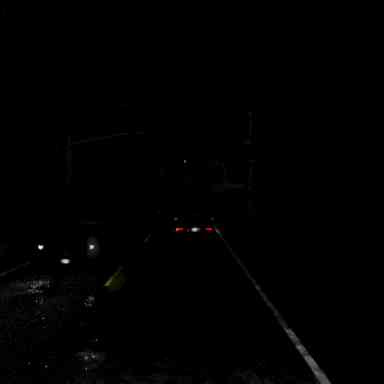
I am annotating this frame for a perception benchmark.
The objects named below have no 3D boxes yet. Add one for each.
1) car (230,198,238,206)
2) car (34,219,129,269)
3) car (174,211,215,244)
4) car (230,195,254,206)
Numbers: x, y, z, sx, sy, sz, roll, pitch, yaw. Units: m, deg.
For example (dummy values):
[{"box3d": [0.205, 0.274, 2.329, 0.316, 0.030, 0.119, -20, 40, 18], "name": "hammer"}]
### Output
[{"box3d": [8.873, 1.368, 54.271, 4.605, 1.855, 1.932, 0, 0, -1], "name": "car"}, {"box3d": [-3.534, 1.649, 11.535, 1.895, 1.301, 4.718, 0, 0, 1], "name": "car"}, {"box3d": [0.107, 1.615, 16.239, 2.033, 1.411, 5.357, 0, 0, 0], "name": "car"}, {"box3d": [8.459, 1.380, 56.782, 3.866, 1.878, 1.905, 0, 0, -1], "name": "car"}]
